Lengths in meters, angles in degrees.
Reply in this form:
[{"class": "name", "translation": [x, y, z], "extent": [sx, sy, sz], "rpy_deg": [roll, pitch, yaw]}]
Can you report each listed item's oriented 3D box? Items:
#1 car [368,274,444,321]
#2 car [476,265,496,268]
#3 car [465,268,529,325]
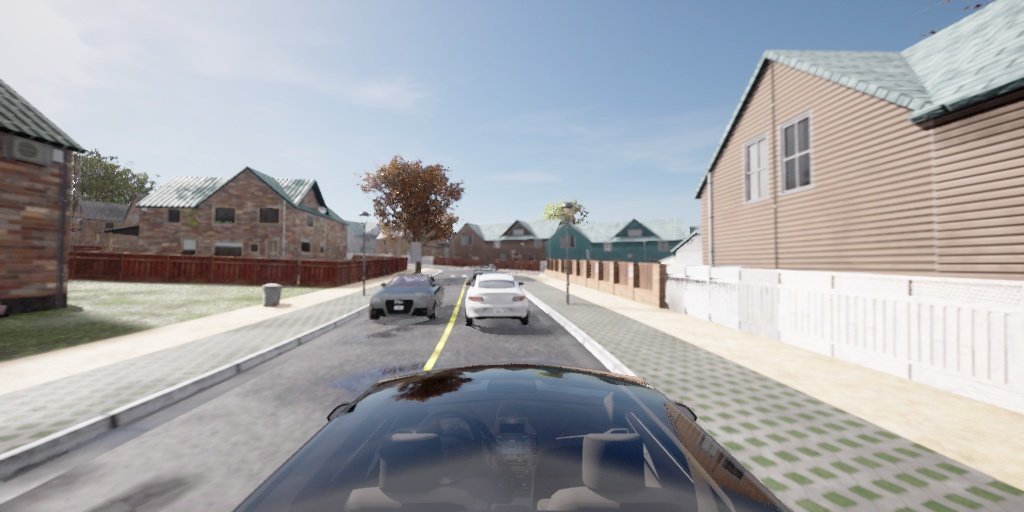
[{"class": "car", "translation": [-3.491, 1.326, 12.506], "extent": [1.994, 1.385, 4.181], "rpy_deg": [0, 0, -5]}, {"class": "car", "translation": [-1.946, 1.349, 26.805], "extent": [1.895, 1.301, 4.718], "rpy_deg": [0, 0, -6]}, {"class": "car", "translation": [-0.547, 1.291, 11.810], "extent": [1.812, 1.442, 4.674], "rpy_deg": [0, 0, -4]}]
